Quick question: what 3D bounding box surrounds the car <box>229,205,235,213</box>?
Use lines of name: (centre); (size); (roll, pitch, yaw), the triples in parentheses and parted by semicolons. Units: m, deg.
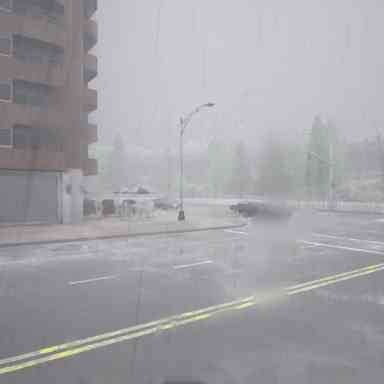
car: (5.946, 1.545, 33.145); (1.895, 1.301, 4.718); (0, 0, -35)

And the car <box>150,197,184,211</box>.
car: (-3.396, 1.435, 40.117); (2.128, 1.511, 4.902); (0, 0, -37)

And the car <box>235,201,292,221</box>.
car: (5.751, 1.547, 26.575); (1.895, 1.301, 4.718); (0, 0, -27)

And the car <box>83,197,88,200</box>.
car: (-20.514, 1.150, 57.050); (5.566, 2.045, 2.150); (0, 0, 10)

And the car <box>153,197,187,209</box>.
car: (-3.100, 1.435, 45.424); (2.128, 1.511, 4.902); (0, 0, -40)
